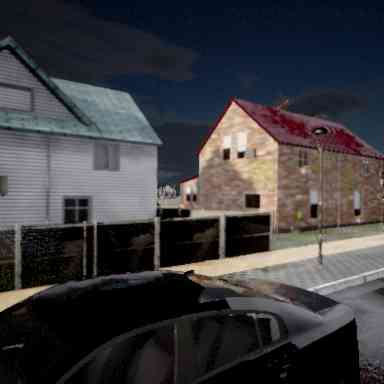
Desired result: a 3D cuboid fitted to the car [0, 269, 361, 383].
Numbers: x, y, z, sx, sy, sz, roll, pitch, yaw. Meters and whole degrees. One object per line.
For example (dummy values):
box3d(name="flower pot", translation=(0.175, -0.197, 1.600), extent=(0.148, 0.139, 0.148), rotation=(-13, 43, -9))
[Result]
box3d(name="car", translation=(-0.697, 1.478, 2.570), extent=(5.008, 1.535, 1.882), rotation=(0, 0, -35))
